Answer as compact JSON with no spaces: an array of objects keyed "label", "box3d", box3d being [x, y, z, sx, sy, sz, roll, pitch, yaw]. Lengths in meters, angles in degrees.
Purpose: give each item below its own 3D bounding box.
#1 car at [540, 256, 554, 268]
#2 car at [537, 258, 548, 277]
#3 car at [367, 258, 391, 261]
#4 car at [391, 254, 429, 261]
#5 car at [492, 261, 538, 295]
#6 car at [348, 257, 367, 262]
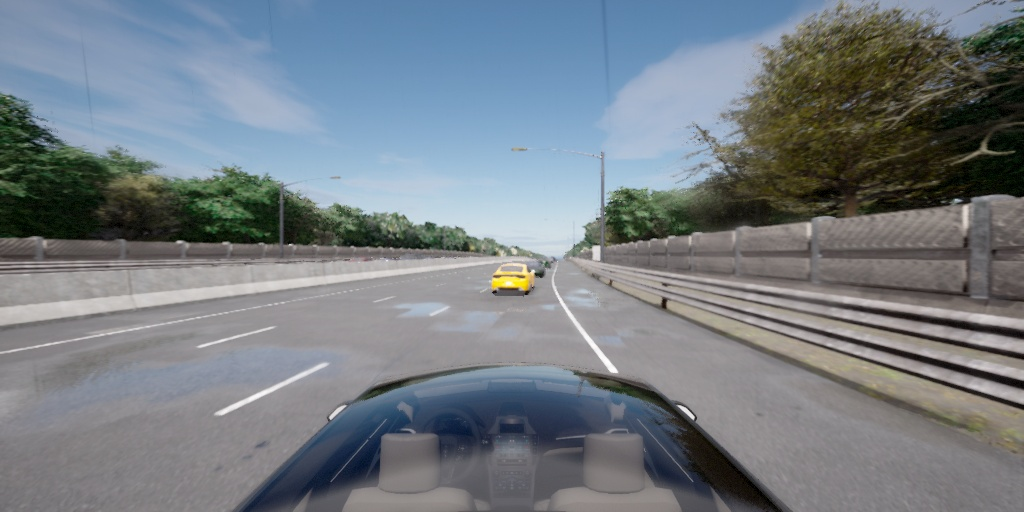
[{"label":"car","box3d":[4.890,0.883,54.361,2.097,1.767,4.553,0,0,8]},{"label":"car","box3d":[1.998,1.185,33.025,1.994,1.385,4.181,0,0,8]},{"label":"car","box3d":[-17.099,0.994,48.885,2.033,1.411,5.357,0,0,8]},{"label":"car","box3d":[-13.648,0.688,48.330,2.150,2.045,5.566,0,0,8]},{"label":"car","box3d":[0.164,1.158,19.492,1.882,1.535,5.008,0,0,8]},{"label":"car","box3d":[-20.606,0.905,49.093,1.882,1.535,5.008,0,0,8]}]
